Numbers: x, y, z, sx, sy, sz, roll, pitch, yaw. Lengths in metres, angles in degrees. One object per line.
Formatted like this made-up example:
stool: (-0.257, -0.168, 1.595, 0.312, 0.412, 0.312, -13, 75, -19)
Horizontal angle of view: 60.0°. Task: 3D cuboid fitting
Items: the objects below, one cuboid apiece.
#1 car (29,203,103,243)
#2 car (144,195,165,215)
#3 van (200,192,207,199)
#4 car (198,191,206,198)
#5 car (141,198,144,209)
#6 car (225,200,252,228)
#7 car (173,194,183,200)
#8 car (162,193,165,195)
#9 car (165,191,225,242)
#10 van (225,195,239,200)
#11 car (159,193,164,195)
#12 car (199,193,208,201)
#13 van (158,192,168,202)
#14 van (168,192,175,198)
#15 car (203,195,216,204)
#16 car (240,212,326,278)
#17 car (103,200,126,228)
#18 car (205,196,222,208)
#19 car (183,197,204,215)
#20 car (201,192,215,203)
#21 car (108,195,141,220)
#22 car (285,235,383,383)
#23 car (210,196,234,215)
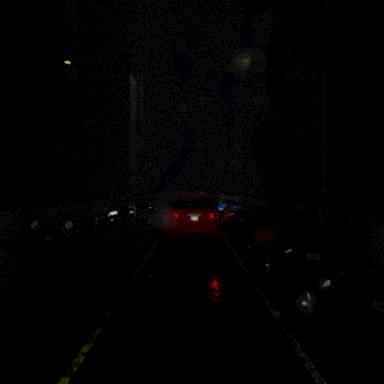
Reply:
car: (-5.748, 1.340, 15.289, 1.967, 1.590, 4.097, 0, 0, 0)
car: (-3.070, 1.302, 31.755, 1.837, 1.490, 4.892, 0, 0, 0)
van: (2.834, 0.847, 82.605, 1.690, 1.788, 3.998, 0, 0, 0)
car: (2.843, 0.759, 93.823, 2.192, 1.841, 5.009, 0, 0, 0)
car: (-5.729, 1.326, 37.728, 1.947, 1.339, 4.313, 0, 0, 0)
car: (2.782, 1.410, 20.907, 1.887, 1.381, 4.507, 0, 0, 0)
car: (-2.939, 1.067, 72.145, 1.994, 1.385, 4.181, 0, 0, 0)
car: (-5.715, 1.244, 54.556, 1.802, 1.307, 4.206, 0, 0, 0)
car: (0.112, 1.118, 15.797, 2.150, 2.045, 5.566, 0, 0, 0)
van: (2.787, 1.171, 26.515, 1.690, 1.788, 3.998, 0, 0, 0)
car: (-5.720, 1.244, 48.946, 2.008, 1.369, 4.403, 0, 0, 0)
car: (2.412, 1.020, 72.139, 1.801, 1.575, 5.366, 0, 0, 0)
van: (-5.706, 0.940, 65.773, 1.690, 1.788, 3.998, 0, 0, 0)
van: (-5.682, 0.785, 93.820, 1.690, 1.788, 3.998, 0, 0, 0)
car: (2.810, 1.244, 54.561, 1.802, 1.307, 4.206, 0, 0, 0)
car: (2.772, 1.502, 9.689, 1.947, 1.339, 4.313, 0, 0, 0)
car: (-5.744, 1.415, 20.899, 2.008, 1.369, 4.403, 0, 0, 0)
car: (2.801, 1.293, 43.343, 1.947, 1.339, 4.313, 0, 0, 0)
car: (0.126, 1.298, 32.320, 1.837, 1.490, 4.892, 0, 0, 0)
car: (2.815, 0.945, 60.169, 2.192, 1.841, 5.009, 0, 0, 0)
car: (-5.738, 1.144, 26.507, 2.192, 1.841, 5.009, 0, 0, 0)
car: (2.767, 1.538, 4.080, 1.947, 1.339, 4.313, 0, 0, 0)
car: (2.791, 1.235, 32.125, 1.967, 1.590, 4.097, 0, 0, 0)
